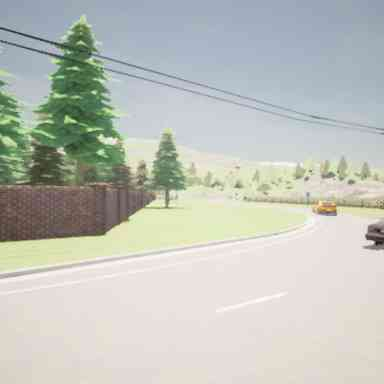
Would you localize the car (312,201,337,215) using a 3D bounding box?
[{"bbox_3d":[15.338,1.802,38.709,1.882,1.535,5.008,1,0,8],"label":"car"}]

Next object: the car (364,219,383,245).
[{"bbox_3d":[9.993,1.701,15.172,5.357,1.411,2.033,1,0,-35],"label":"car"}]
